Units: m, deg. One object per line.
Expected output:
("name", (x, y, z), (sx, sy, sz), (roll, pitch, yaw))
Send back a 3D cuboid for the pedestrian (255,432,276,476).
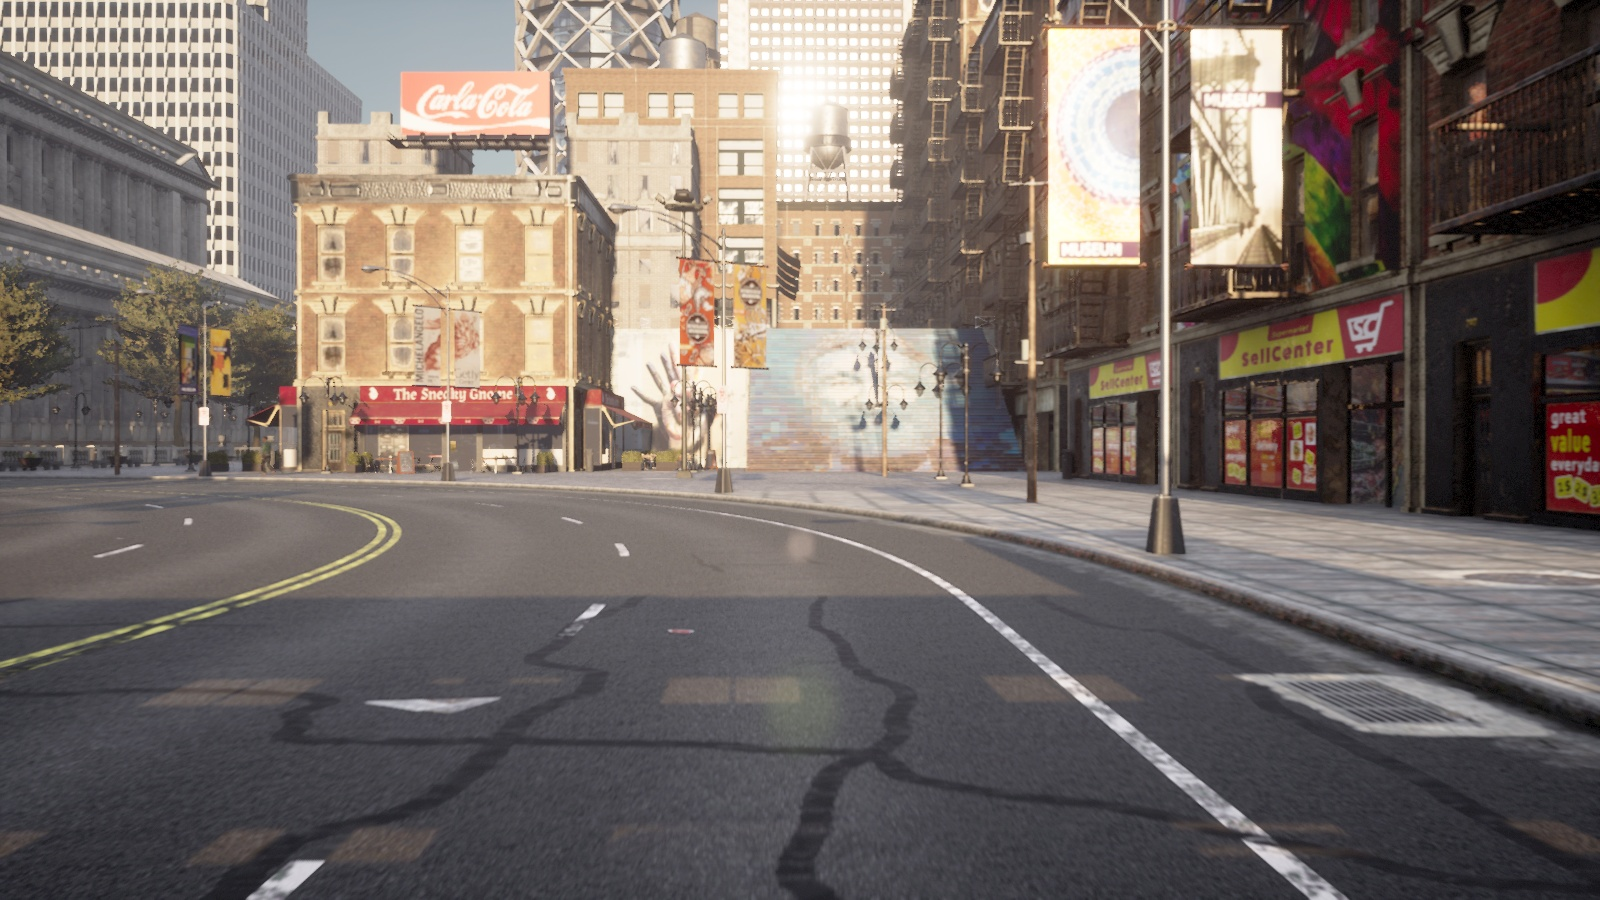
("pedestrian", (-24.185, 0.173, 56.788), (0.788, 1.949, 0.423), (0, 0, 16))
